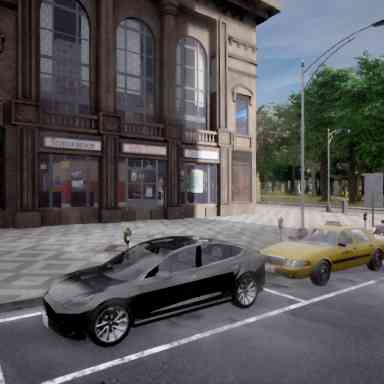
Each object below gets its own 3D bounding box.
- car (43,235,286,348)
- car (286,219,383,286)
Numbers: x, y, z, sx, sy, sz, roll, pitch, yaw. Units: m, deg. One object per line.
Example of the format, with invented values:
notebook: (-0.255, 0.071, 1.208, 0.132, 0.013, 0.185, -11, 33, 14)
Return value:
car: (-0.459, 1.566, 6.324, 4.313, 1.339, 1.947, 0, 0, -36)
car: (3.829, 1.526, 9.384, 4.829, 1.417, 1.752, 0, 0, -36)
